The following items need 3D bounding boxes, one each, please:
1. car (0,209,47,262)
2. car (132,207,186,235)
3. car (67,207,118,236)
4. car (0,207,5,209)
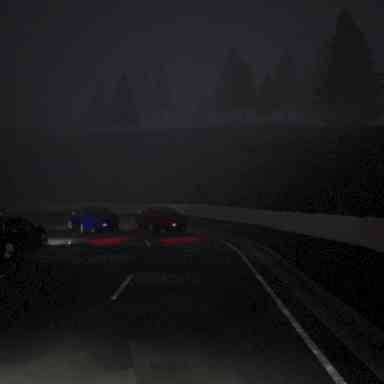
[{"bbox_3d":[-7.020,1.585,12.316,1.837,1.490,4.892,1,0,-3],"label":"car"},{"bbox_3d":[-2.059,1.608,19.907,1.882,1.535,5.008,1,-1,-26],"label":"car"},{"bbox_3d":[-5.953,1.607,19.740,1.882,1.535,5.008,1,-1,-32],"label":"car"},{"bbox_3d":[-18.286,1.708,28.207,4.674,1.442,1.812,0,-1,-5],"label":"car"}]
